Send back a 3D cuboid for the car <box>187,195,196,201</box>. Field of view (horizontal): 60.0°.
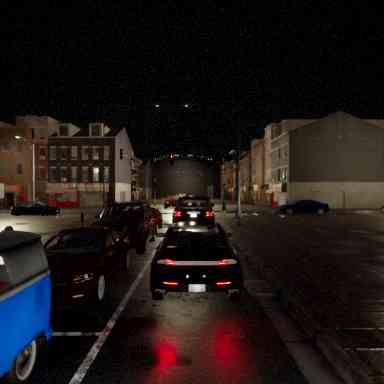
[{"bbox_3d":[-0.087,1.601,86.236,2.128,1.511,4.902,0,0,0],"label":"car"}]

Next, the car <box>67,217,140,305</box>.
[{"bbox_3d":[-2.651,1.544,8.136,1.887,1.381,4.507,0,0,0],"label":"car"}]

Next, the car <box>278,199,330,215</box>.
[{"bbox_3d":[11.313,1.491,33.793,5.008,1.535,1.882,0,0,0],"label":"car"}]

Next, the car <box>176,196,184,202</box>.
[{"bbox_3d":[-2.722,1.586,77.805,1.752,1.417,4.829,0,0,0],"label":"car"}]

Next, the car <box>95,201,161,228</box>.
[{"bbox_3d":[-2.658,1.315,13.570,2.192,1.841,5.009,0,0,0],"label":"car"}]

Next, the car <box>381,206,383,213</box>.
[{"bbox_3d":[21.742,1.553,33.781,4.674,1.442,1.812,0,0,0],"label":"car"}]

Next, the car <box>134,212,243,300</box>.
[{"bbox_3d":[0.090,1.491,8.331,2.128,1.511,4.902,0,0,0],"label":"car"}]

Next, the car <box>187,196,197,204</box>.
[{"bbox_3d":[0.030,1.518,66.101,1.882,1.535,5.008,0,0,0],"label":"car"}]

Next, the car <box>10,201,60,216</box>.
[{"bbox_3d":[-14.484,1.570,30.859,4.181,1.385,1.994,0,0,0],"label":"car"}]

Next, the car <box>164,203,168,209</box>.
[{"bbox_3d":[-2.662,1.545,19.003,1.887,1.381,4.507,0,0,0],"label":"car"}]

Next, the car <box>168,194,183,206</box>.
[{"bbox_3d":[-2.702,1.342,56.267,2.192,1.841,5.009,0,0,0],"label":"car"}]

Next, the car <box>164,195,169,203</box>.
[{"bbox_3d":[-2.691,1.331,45.413,2.192,1.841,5.009,0,0,0],"label":"car"}]

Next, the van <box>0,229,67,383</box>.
[{"bbox_3d":[-2.646,1.341,2.702,1.690,1.788,3.998,0,0,0],"label":"van"}]

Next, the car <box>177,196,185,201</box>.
[{"bbox_3d":[-2.727,1.637,83.401,1.947,1.339,4.313,0,0,0],"label":"car"}]

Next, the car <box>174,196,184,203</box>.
[{"bbox_3d":[-2.717,1.602,72.547,2.008,1.369,4.403,0,0,0],"label":"car"}]

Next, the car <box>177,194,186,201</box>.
[{"bbox_3d":[-2.735,1.396,88.829,2.192,1.841,5.009,0,0,0],"label":"car"}]

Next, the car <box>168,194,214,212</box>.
[{"bbox_3d":[0.081,1.222,18.524,2.150,2.045,5.566,0,0,0],"label":"car"}]
